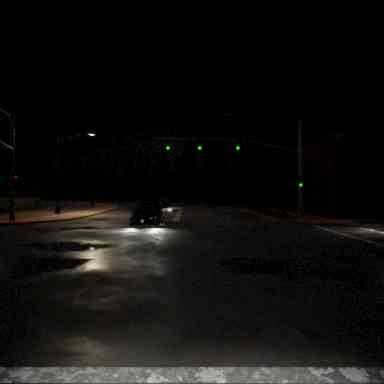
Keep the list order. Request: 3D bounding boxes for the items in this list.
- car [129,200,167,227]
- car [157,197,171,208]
[{"bbox_3d":[-3.046,1.537,22.904,1.837,1.490,4.892,0,0,0],"label":"car"},{"bbox_3d":[-4.264,1.472,48.889,1.882,1.535,5.008,0,0,-12],"label":"car"}]
